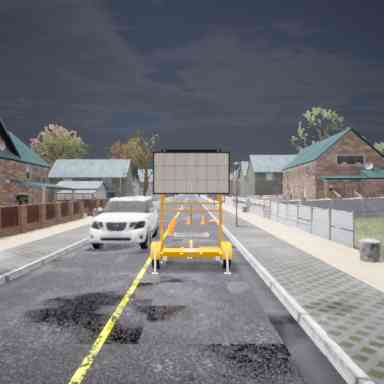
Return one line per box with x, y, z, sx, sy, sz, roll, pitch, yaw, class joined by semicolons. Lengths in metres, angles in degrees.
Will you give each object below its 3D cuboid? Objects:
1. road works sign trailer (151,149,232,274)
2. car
-0.022;0.467;10.519;2.380;3.560;2.880;0;0;0;road works sign trailer
-2.781;1.225;14.818;2.150;2.045;5.566;0;0;0;car
